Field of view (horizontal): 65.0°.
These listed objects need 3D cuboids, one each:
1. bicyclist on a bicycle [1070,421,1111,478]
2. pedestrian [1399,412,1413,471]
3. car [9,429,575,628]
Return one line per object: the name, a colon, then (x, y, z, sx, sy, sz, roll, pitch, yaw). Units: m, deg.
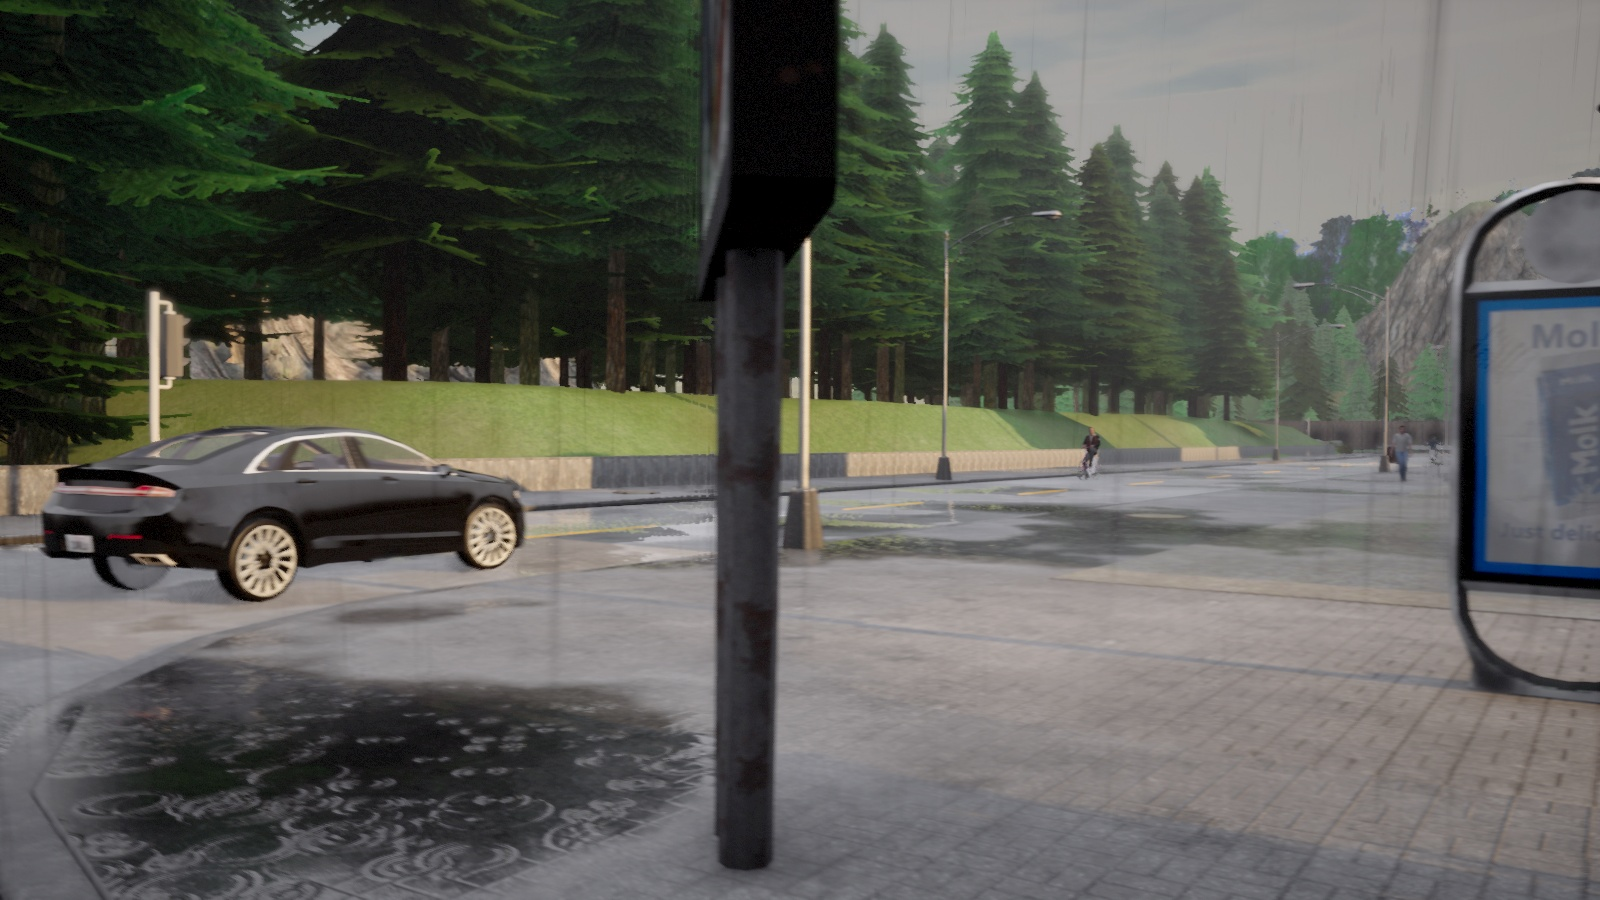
bicyclist on a bicycle: (9.329, -0.033, 40.331, 0.659, 1.776, 1.843, 0, 1, 34)
pedestrian: (19.041, -0.270, 39.461, 0.354, 1.836, 0.706, 0, 1, 24)
car: (-4.550, 0.562, 12.207, 2.128, 1.511, 4.902, 0, 1, 27)
